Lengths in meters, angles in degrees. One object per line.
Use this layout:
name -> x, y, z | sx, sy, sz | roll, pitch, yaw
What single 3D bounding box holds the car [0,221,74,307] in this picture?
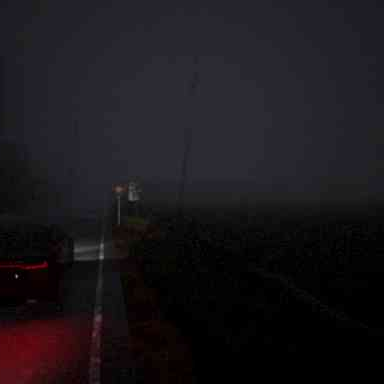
car -> -3.934, 1.424, 7.853 | 1.882, 1.535, 5.008 | 0, 0, -15
